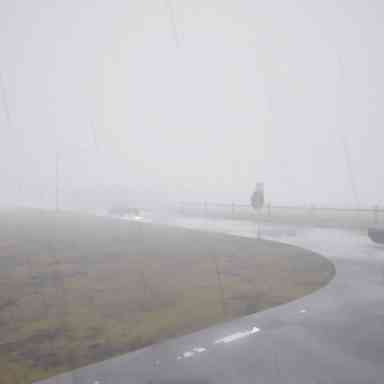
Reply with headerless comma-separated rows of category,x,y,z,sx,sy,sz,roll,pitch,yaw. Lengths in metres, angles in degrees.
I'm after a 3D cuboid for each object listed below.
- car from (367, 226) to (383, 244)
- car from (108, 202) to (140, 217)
car,9.039,1.614,11.826,1.895,1.301,4.718,0,0,-36
car,-6.863,1.660,33.416,1.994,1.385,4.181,-1,0,-36
